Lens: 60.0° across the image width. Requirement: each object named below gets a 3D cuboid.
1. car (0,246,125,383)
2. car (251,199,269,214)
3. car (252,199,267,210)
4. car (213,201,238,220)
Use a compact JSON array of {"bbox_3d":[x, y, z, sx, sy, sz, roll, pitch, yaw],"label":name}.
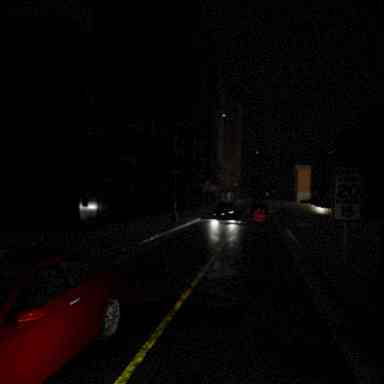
[{"bbox_3d":[-2.320,1.468,3.914,1.812,1.442,4.674,1,0,12],"label":"car"},{"bbox_3d":[8.011,1.774,39.577,1.837,1.490,4.892,1,0,12],"label":"car"},{"bbox_3d":[10.236,1.835,50.464,2.128,1.511,4.902,1,0,12],"label":"car"},{"bbox_3d":[3.047,1.628,29.973,1.837,1.490,4.892,1,0,12],"label":"car"}]
